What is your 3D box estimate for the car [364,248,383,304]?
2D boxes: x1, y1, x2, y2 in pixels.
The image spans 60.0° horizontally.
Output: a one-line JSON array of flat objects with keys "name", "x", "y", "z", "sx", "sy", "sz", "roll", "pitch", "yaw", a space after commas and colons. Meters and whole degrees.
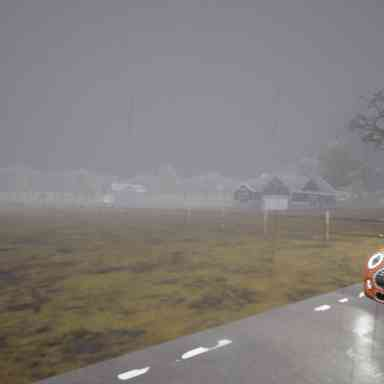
[{"name": "car", "x": 5.639, "y": 1.361, "z": 7.042, "sx": 4.553, "sy": 1.767, "sz": 2.097, "roll": 0, "pitch": 0, "yaw": -35}]
